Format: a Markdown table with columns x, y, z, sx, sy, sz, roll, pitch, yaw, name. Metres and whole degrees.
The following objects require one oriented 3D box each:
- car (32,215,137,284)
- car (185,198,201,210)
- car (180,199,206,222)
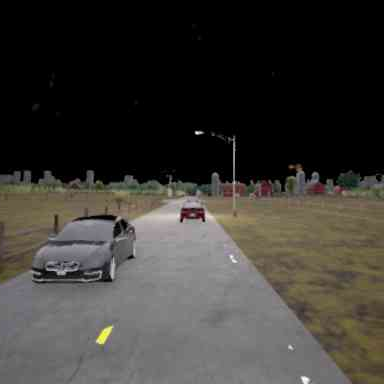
| x | y | z | sx | sy | sz | roll | pitch | yaw | name |
| --- | --- | --- | --- | --- | --- | --- | --- | --- | --- |
| -2.832 | 1.495 | 9.744 | 1.837 | 1.490 | 4.892 | 0 | 1 | 1 | car |
| 0.095 | 1.563 | 43.583 | 1.994 | 1.385 | 4.181 | 0 | 0 | 0 | car |
| 0.063 | 1.467 | 26.438 | 1.882 | 1.535 | 5.008 | 0 | 0 | 0 | car |
